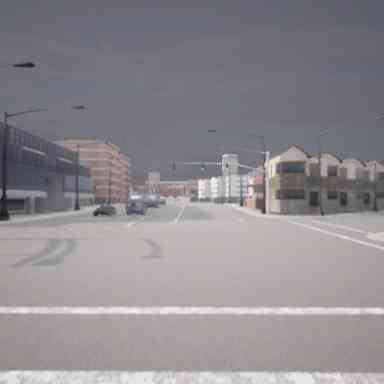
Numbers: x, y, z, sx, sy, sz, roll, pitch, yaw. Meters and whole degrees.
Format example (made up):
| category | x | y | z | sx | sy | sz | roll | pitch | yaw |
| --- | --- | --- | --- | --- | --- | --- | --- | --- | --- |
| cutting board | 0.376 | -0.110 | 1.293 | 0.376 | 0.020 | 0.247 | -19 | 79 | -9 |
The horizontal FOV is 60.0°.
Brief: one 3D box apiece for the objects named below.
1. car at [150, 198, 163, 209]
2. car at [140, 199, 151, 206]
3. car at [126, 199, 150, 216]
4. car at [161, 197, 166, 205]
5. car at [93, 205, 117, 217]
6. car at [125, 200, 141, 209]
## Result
| category | x | y | z | sx | sy | sz | roll | pitch | yaw |
| --- | --- | --- | --- | --- | --- | --- | --- | --- | --- |
| car | -7.024 | 2.255 | 60.613 | 2.033 | 1.411 | 5.357 | 0 | 0 | 1 |
| car | -10.462 | 2.340 | 75.044 | 1.895 | 1.301 | 4.718 | 0 | 0 | 0 |
| car | -7.078 | 2.086 | 42.801 | 2.097 | 1.767 | 4.553 | 0 | 0 | 0 |
| car | -6.963 | 2.095 | 74.436 | 2.097 | 1.767 | 4.553 | 0 | 0 | 0 |
| car | -10.581 | 2.269 | 40.838 | 2.033 | 1.411 | 5.357 | 0 | 0 | 0 |
| car | -10.533 | 2.204 | 59.754 | 2.128 | 1.511 | 4.902 | 0 | 0 | 0 |
